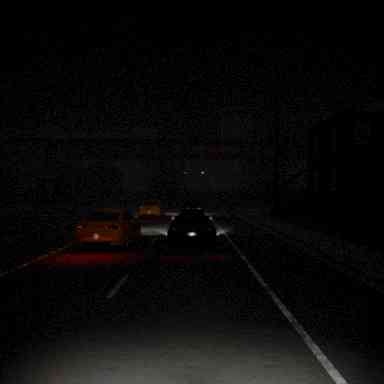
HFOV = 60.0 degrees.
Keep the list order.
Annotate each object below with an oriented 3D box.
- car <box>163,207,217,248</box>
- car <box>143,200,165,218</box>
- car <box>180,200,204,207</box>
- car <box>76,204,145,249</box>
[{"bbox_3d":[0.000,1.571,14.650,1.994,1.385,4.181,0,0,0],"label":"car"},{"bbox_3d":[-3.500,1.484,29.650,1.882,1.535,5.008,0,0,0],"label":"car"},{"bbox_3d":[0.000,1.515,29.650,1.837,1.490,4.892,0,0,0],"label":"car"},{"bbox_3d":[-3.502,1.482,14.649,1.882,1.535,5.008,0,0,0],"label":"car"}]
